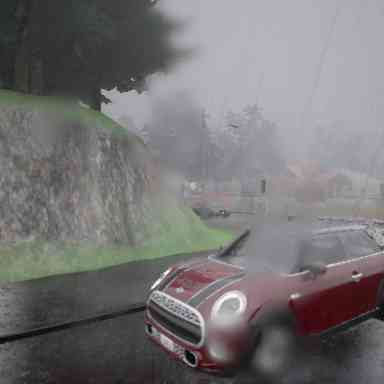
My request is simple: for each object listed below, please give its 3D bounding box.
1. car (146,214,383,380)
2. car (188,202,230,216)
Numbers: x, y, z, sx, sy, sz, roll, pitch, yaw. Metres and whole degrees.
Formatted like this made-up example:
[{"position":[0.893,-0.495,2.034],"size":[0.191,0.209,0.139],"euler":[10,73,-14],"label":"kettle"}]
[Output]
[{"position":[1.515,1.352,5.601],"size":[4.553,1.767,2.097],"euler":[0,0,-35],"label":"car"},{"position":[1.422,1.564,29.400],"size":[1.994,1.385,4.181],"euler":[0,0,-35],"label":"car"}]
